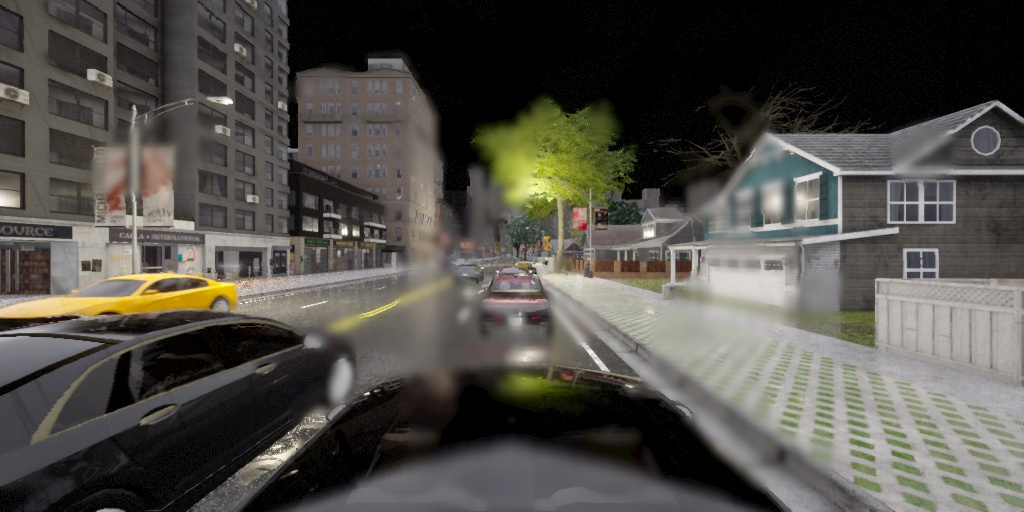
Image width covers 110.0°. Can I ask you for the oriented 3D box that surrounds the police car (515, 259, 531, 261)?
[{"bbox_3d":[1.008,1.156,29.590,1.930,1.638,5.238,0,0,0],"label":"police car"}]

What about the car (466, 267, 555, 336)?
[{"bbox_3d":[0.113,1.239,10.357,2.128,1.511,4.902,0,0,0],"label":"car"}]

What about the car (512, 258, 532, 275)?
[{"bbox_3d":[1.019,1.068,39.450,2.097,1.767,4.553,0,0,0],"label":"car"}]

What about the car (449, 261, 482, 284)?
[{"bbox_3d":[-3.119,1.297,26.534,1.994,1.385,4.181,0,0,0],"label":"car"}]

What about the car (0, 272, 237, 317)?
[{"bbox_3d":[-9.840,1.226,9.533,1.882,1.535,5.008,0,0,0],"label":"car"}]

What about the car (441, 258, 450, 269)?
[{"bbox_3d":[-9.773,1.048,56.048,2.097,1.767,4.553,0,0,0],"label":"car"}]

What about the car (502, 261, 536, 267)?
[{"bbox_3d":[0.122,1.219,19.860,1.882,1.535,5.008,0,0,0],"label":"car"}]

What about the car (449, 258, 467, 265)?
[{"bbox_3d":[-6.547,1.233,46.665,1.812,1.442,4.674,0,0,0],"label":"car"}]

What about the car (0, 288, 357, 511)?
[{"bbox_3d":[-3.147,1.255,3.257,1.837,1.490,4.892,0,0,0],"label":"car"}]
